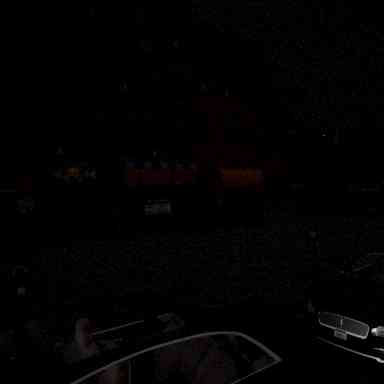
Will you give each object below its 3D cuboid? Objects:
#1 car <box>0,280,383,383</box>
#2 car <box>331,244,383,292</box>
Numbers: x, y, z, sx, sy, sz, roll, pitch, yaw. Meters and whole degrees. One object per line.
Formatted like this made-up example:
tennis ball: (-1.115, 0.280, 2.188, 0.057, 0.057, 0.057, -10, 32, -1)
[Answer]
car: (-0.805, 1.550, 2.261, 4.403, 1.369, 2.008, 0, -2, -36)
car: (3.628, 1.548, 5.430, 4.403, 1.369, 2.008, 0, -2, -36)
